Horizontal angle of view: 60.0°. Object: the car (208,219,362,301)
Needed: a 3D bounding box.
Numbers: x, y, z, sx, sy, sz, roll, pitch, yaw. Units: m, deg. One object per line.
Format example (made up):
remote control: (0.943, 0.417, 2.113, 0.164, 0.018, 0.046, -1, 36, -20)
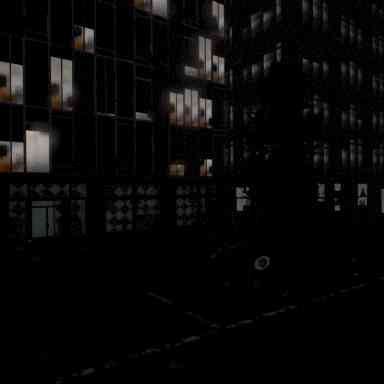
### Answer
car: (2.344, 1.439, 8.225, 4.097, 1.590, 1.967, 0, -1, -35)
